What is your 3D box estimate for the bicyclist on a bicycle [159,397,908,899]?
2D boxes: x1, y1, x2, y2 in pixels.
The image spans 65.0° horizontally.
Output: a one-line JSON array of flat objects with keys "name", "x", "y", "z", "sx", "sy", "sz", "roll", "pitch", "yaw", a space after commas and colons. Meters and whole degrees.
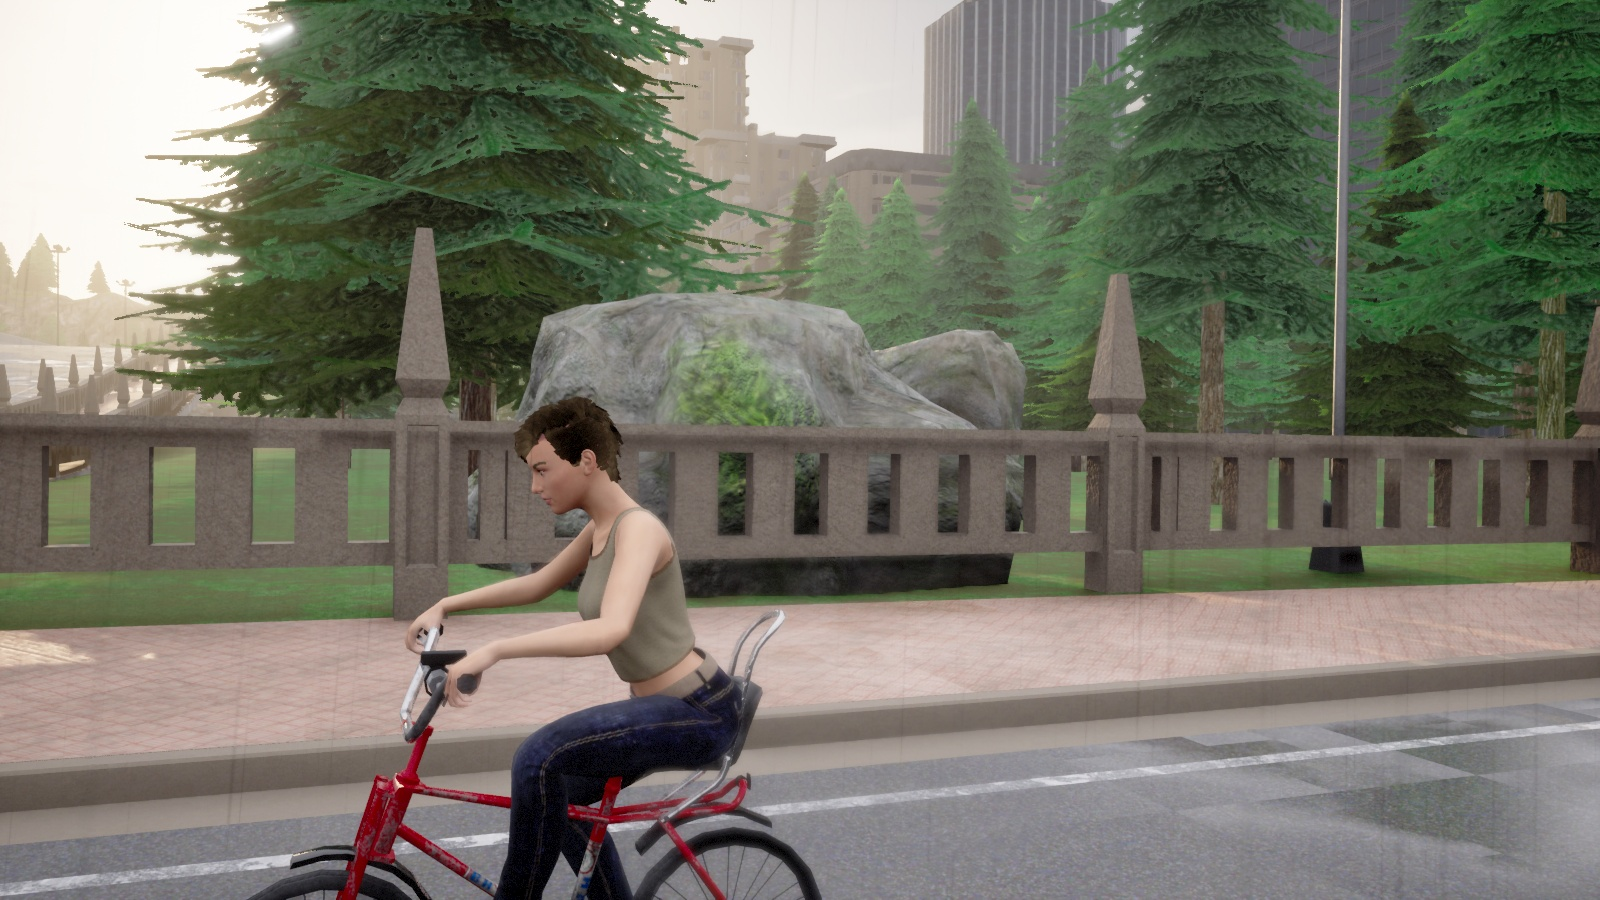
[{"name": "bicyclist on a bicycle", "x": -0.616, "y": 0.692, "z": 2.999, "sx": 1.509, "sy": 1.612, "sz": 0.866, "roll": -1, "pitch": 1, "yaw": -20}]
